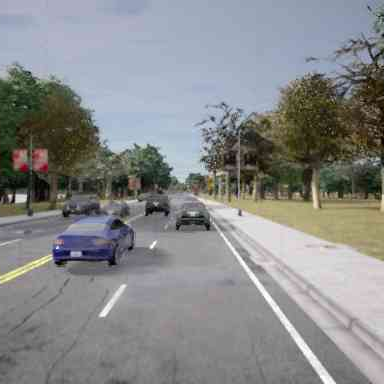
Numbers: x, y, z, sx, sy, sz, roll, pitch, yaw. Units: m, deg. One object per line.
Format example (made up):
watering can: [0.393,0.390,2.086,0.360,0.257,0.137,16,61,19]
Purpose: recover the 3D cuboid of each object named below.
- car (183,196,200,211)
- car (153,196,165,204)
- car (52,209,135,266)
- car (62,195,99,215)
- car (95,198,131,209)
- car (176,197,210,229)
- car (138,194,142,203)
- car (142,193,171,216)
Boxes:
car: [-0.087,1.413,42.506,2.097,1.767,4.553,0,0,0]
car: [-6.999,1.643,70.989,2.128,1.511,4.902,0,0,-1]
car: [-3.167,1.531,11.383,1.812,1.442,4.674,0,0,0]
car: [-9.947,1.257,30.419,2.150,2.045,5.566,0,0,0]
car: [-6.691,1.525,29.636,2.128,1.511,4.902,0,0,0]
car: [0.046,1.370,21.789,2.097,1.767,4.553,0,0,0]
car: [-10.260,1.306,71.746,2.150,2.045,5.566,0,0,-1]
car: [-3.275,1.262,32.777,2.150,2.045,5.566,0,0,-1]
